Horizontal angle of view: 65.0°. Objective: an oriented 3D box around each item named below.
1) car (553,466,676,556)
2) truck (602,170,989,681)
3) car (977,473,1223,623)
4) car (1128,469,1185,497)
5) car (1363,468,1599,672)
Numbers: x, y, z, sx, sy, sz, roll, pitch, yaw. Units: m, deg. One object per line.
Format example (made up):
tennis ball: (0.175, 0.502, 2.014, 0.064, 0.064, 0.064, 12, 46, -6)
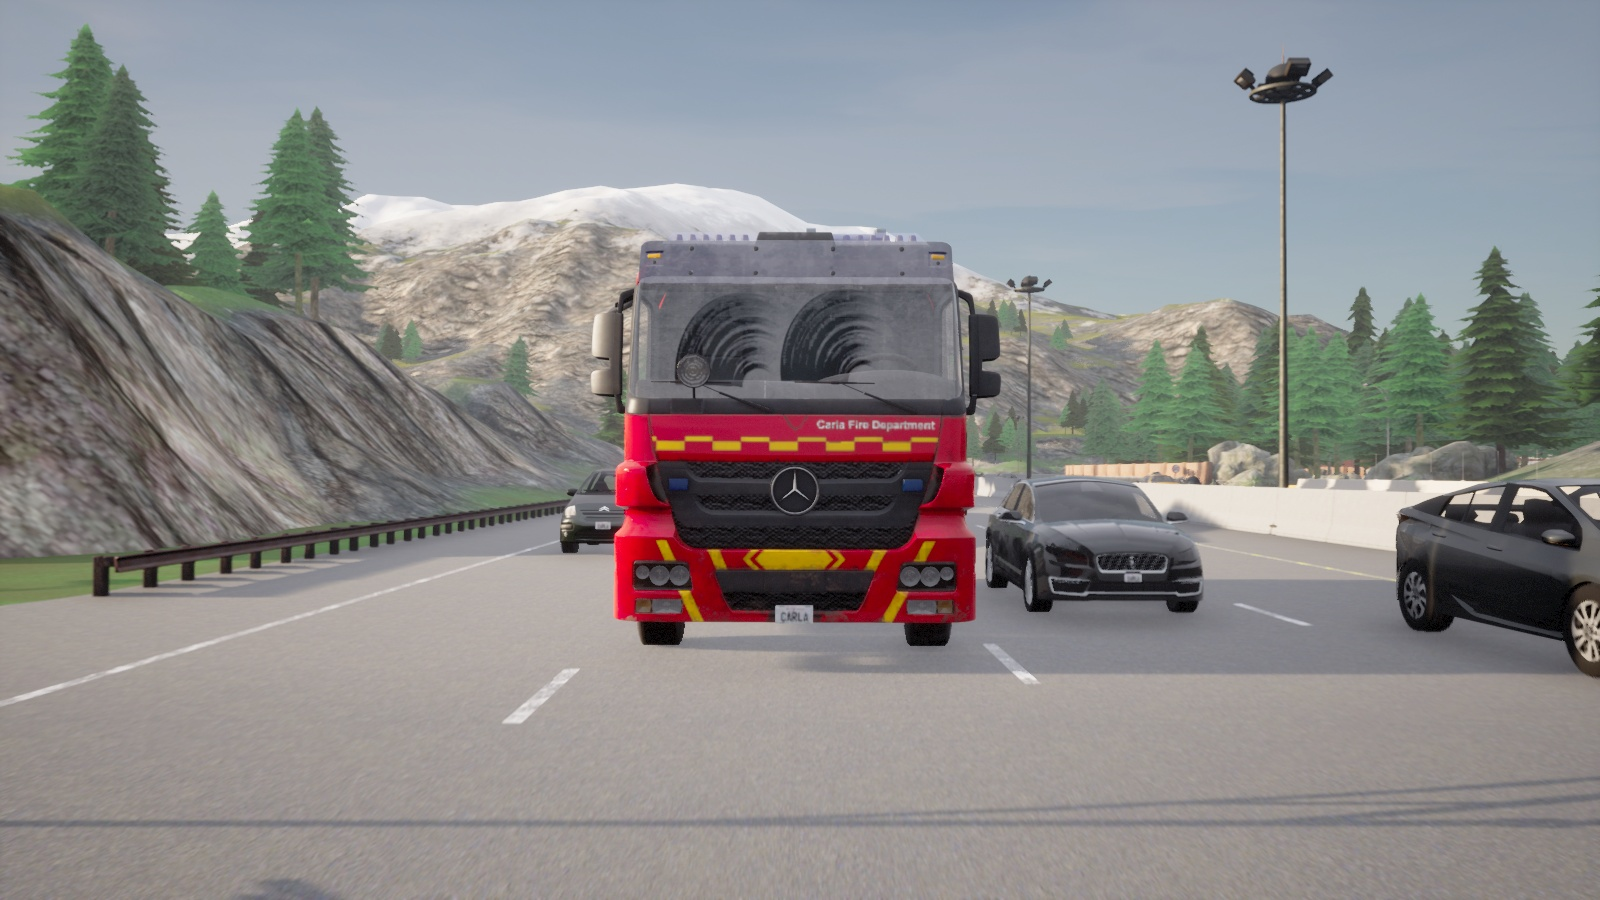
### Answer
car: (-3.560, 1.141, 24.754, 1.851, 1.617, 3.988, 0, -1, 0)
truck: (-0.039, -0.121, 13.662, 2.891, 3.827, 8.468, 0, -1, 0)
car: (3.462, 1.063, 15.491, 1.837, 1.490, 4.892, 0, 0, 0)
car: (20.822, 1.902, 73.556, 1.801, 1.575, 5.366, 0, -1, 0)
car: (6.973, 0.918, 11.026, 2.007, 1.525, 4.514, 0, -1, 0)
